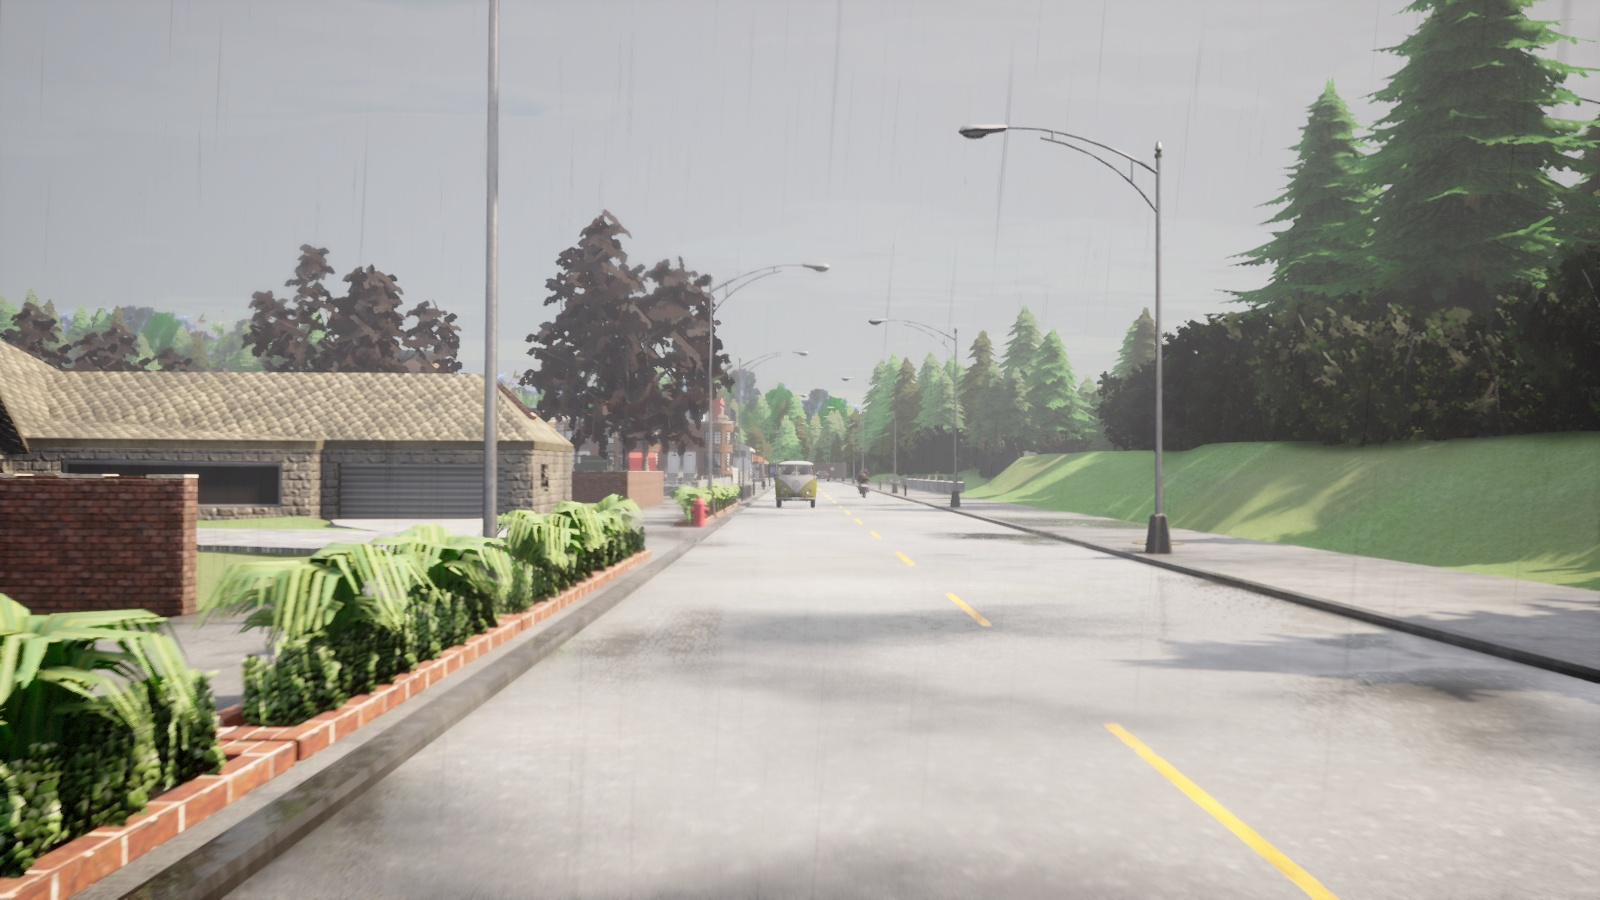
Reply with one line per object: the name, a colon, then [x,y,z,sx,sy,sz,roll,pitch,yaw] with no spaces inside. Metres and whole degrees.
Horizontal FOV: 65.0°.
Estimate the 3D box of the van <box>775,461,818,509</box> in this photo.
van: [-0.162,1.470,53.880,1.775,1.987,4.442,0,-1,0]
